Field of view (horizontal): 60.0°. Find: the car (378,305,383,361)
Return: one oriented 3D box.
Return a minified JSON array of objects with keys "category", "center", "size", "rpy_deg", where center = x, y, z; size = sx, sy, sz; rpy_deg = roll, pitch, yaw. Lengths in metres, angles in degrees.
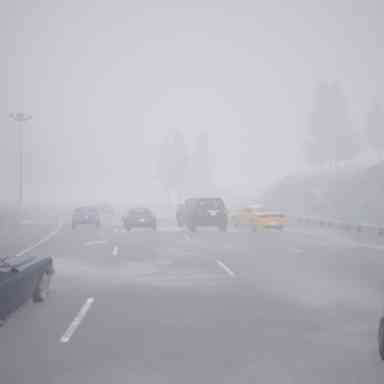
[{"category":"car","center":[3.276,1.493,2.181],"size":[2.128,1.511,4.902],"rpy_deg":[0,0,-2]}]

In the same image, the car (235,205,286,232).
[{"category":"car","center":[4.031,1.577,21.007],"size":[1.882,1.535,5.008],"rpy_deg":[0,0,-14]}]

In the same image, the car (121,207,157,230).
[{"category":"car","center":[-3.608,1.697,22.282],"size":[1.994,1.385,4.181],"rpy_deg":[0,0,-17]}]

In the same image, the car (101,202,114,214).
[{"category":"car","center":[-10.559,1.809,38.875],"size":[1.994,1.385,4.181],"rpy_deg":[0,0,-29]}]

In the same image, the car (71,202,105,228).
[{"category":"car","center":[-7.555,1.701,23.670],"size":[2.033,1.411,5.357],"rpy_deg":[0,0,-18]}]

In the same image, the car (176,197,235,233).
[{"category":"car","center":[0.500,1.333,20.993],"size":[2.150,2.045,5.566],"rpy_deg":[0,0,-14]}]

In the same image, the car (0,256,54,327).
[{"category":"car","center":[-3.834,1.643,5.302],"size":[1.895,1.301,4.718],"rpy_deg":[0,0,-5]}]
